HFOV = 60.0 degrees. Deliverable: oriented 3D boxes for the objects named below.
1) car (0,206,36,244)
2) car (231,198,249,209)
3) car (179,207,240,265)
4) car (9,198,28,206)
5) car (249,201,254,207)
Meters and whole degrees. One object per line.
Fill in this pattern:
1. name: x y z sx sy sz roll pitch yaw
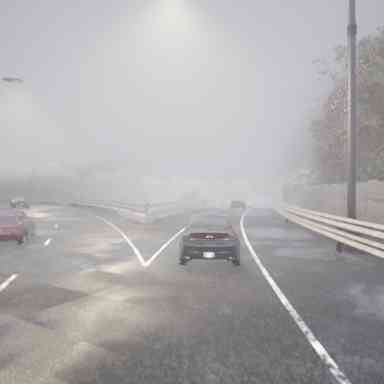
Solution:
1. car: -8.503 1.546 15.323 1.994 1.385 4.181 0 0 -18
2. car: 6.623 1.589 47.324 1.882 1.535 5.008 0 -1 12
3. car: 0.641 1.507 11.705 1.837 1.490 4.892 0 0 4
4. car: -23.441 1.474 45.033 1.812 1.442 4.674 0 0 -35
5. car: 12.694 2.848 74.008 1.812 1.442 4.674 0 -4 15
